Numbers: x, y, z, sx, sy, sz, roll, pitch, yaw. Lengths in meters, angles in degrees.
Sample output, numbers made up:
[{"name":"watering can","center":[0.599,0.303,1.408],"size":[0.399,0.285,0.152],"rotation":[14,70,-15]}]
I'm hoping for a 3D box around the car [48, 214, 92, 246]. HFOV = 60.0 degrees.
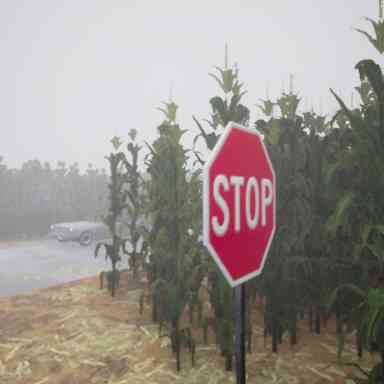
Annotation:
[{"name":"car","center":[-4.201,1.624,15.702],"size":[1.895,1.301,4.718],"rotation":[0,0,37]}]
